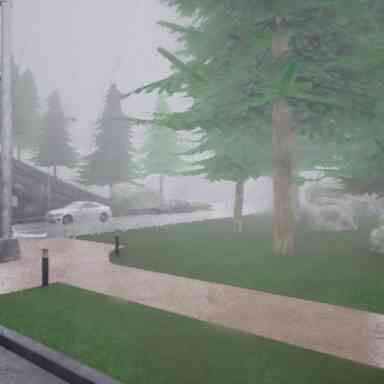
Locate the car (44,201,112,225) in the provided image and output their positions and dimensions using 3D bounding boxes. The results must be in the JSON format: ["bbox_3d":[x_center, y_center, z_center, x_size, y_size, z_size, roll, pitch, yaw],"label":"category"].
[{"bbox_3d":[-7.593,1.368,22.578,1.812,1.442,4.674,0,0,35],"label":"car"}]

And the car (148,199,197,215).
[{"bbox_3d":[-1.630,1.390,30.921,2.033,1.411,5.357,0,0,36],"label":"car"}]
